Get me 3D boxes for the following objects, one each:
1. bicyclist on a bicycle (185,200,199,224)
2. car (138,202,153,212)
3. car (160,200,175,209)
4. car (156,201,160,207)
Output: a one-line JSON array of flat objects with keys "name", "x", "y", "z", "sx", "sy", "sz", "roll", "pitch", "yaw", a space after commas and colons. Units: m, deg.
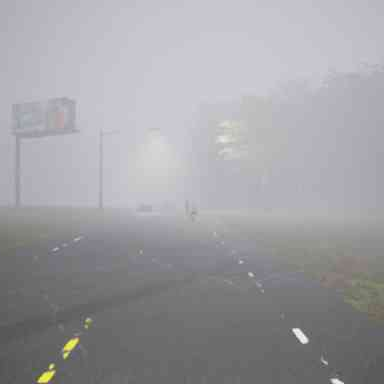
[{"name": "bicyclist on a bicycle", "x": 0.125, "y": 1.564, "z": 24.476, "sx": 0.866, "sy": 1.612, "sz": 1.509, "roll": 0, "pitch": 0, "yaw": -3}, {"name": "car", "x": -6.032, "y": 1.941, "z": 43.237, "sx": 1.895, "sy": 1.301, "sz": 4.718, "roll": 0, "pitch": -1, "yaw": -6}, {"name": "car", "x": -3.847, "y": 2.127, "z": 55.407, "sx": 1.837, "sy": 1.490, "sz": 4.892, "roll": 0, "pitch": -2, "yaw": -8}, {"name": "car", "x": -6.850, "y": 2.683, "z": 73.578, "sx": 2.033, "sy": 1.411, "sz": 5.357, "roll": 0, "pitch": -2, "yaw": -11}]
